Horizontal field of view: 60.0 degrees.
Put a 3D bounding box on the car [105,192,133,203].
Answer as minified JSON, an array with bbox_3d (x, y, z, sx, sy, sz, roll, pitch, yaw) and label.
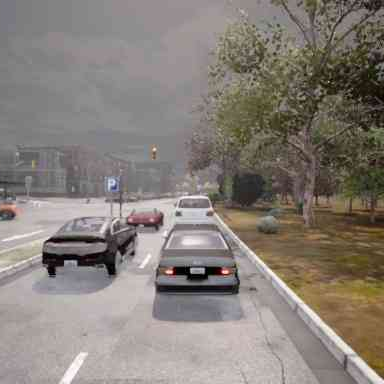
[{"bbox_3d":[-14.521,1.349,64.820,4.792,1.488,2.163,-1,0,-15],"label":"car"}]

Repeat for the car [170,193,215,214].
[{"bbox_3d":[0.130,1.243,19.106,2.150,2.045,5.566,0,0,0],"label":"car"}]

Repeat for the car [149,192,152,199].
[{"bbox_3d":[-12.735,1.348,79.772,4.674,1.452,2.002,-1,0,-13],"label":"car"}]

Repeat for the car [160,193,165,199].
[{"bbox_3d":[-11.112,1.051,91.764,5.566,2.045,2.435,-1,0,-12],"label":"car"}]

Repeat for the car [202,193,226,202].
[{"bbox_3d":[4.583,1.132,70.407,4.553,1.767,2.185,1,0,-14],"label":"car"}]

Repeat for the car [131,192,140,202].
[{"bbox_3d":[-13.880,1.306,67.813,5.366,1.575,1.946,-1,0,-15],"label":"car"}]

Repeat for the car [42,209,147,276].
[{"bbox_3d":[-2.904,1.499,10.385,2.128,1.511,4.902,0,0,0],"label":"car"}]

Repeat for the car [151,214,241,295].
[{"bbox_3d":[0.096,1.555,8.857,2.033,1.411,5.357,0,0,0],"label":"car"}]

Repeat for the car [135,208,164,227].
[{"bbox_3d":[-2.853,1.626,21.068,1.895,1.301,4.718,0,0,0],"label":"car"}]

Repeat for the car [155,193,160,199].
[{"bbox_3d":[-11.558,1.344,88.758,4.674,1.452,2.002,-1,0,-12],"label":"car"}]

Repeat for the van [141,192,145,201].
[{"bbox_3d":[-13.328,1.083,73.805,4.442,1.987,1.878,-1,0,-14],"label":"van"}]

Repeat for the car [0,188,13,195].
[{"bbox_3d":[-31.231,0.129,55.668,2.002,1.452,4.674,6,-3,-19],"label":"car"}]

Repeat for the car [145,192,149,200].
[{"bbox_3d":[-13.104,1.310,76.777,4.892,1.521,2.231,-1,0,-14],"label":"car"}]

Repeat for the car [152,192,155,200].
[{"bbox_3d":[-12.367,1.347,82.775,4.674,1.452,2.002,-1,0,-13],"label":"car"}]

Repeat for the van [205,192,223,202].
[{"bbox_3d":[4.203,1.033,67.437,4.442,1.987,1.878,1,0,-14],"label":"van"}]

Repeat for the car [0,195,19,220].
[{"bbox_3d":[-16.659,1.400,27.011,4.553,1.767,2.185,-1,0,-19],"label":"car"}]
